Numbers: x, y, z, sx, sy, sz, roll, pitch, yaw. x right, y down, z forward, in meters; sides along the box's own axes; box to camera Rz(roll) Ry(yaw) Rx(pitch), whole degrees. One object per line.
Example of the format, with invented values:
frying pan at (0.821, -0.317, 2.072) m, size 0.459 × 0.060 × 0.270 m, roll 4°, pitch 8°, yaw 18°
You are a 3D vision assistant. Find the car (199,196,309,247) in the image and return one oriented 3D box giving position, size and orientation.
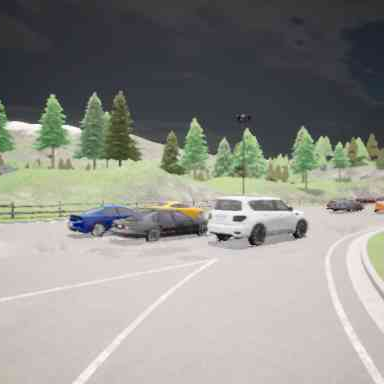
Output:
car at (3.194, 1.225, 15.456) m, size 5.566 × 2.045 × 2.150 m, roll 0°, pitch 0°, yaw -41°

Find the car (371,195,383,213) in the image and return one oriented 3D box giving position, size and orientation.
car at (22.036, 1.364, 36.726) m, size 4.553 × 1.767 × 2.097 m, roll 0°, pitch 0°, yaw -41°

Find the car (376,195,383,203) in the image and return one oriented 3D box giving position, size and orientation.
car at (37.927, 1.332, 64.860) m, size 5.008 × 1.535 × 1.882 m, roll 0°, pitch 0°, yaw -41°

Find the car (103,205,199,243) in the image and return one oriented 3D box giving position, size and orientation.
car at (-1.276, 1.552, 16.182) m, size 5.357 × 1.411 × 2.033 m, roll 0°, pitch 0°, yaw -41°

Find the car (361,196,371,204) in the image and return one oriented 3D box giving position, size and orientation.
car at (30.110, 1.497, 57.970) m, size 5.008 × 1.535 × 1.882 m, roll 0°, pitch 0°, yaw -41°

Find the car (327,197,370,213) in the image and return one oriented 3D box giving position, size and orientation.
car at (17.555, 1.560, 37.440) m, size 5.357 × 1.411 × 2.033 m, roll 0°, pitch 0°, yaw -41°

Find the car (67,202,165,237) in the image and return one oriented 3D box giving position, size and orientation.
car at (-4.204, 1.483, 18.266) m, size 5.008 × 1.535 × 1.882 m, roll 0°, pitch 0°, yaw -41°

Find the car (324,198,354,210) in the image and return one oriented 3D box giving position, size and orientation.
car at (19.412, 1.540, 43.745) m, size 4.674 × 1.442 × 1.812 m, roll 0°, pitch 0°, yaw -41°

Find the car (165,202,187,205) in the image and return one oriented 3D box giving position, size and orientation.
car at (-1.212, 1.485, 25.567) m, size 5.008 × 1.535 × 1.882 m, roll 0°, pitch 0°, yaw -41°
